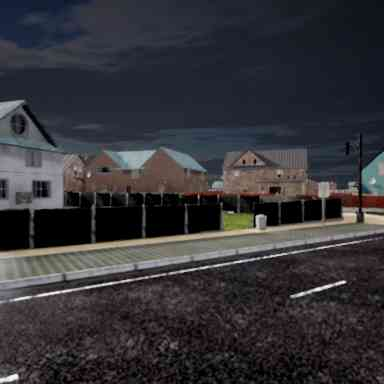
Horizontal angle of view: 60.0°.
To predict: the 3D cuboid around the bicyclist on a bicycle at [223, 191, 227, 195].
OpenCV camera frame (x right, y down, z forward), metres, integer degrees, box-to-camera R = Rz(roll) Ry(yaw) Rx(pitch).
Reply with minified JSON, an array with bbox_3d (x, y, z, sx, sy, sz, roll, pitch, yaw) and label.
[{"bbox_3d":[3.887,0.754,38.757,0.582,1.620,1.656,1,1,19],"label":"bicyclist on a bicycle"}]
